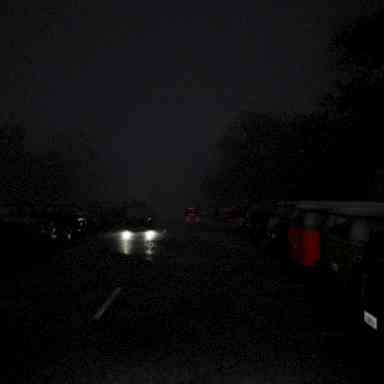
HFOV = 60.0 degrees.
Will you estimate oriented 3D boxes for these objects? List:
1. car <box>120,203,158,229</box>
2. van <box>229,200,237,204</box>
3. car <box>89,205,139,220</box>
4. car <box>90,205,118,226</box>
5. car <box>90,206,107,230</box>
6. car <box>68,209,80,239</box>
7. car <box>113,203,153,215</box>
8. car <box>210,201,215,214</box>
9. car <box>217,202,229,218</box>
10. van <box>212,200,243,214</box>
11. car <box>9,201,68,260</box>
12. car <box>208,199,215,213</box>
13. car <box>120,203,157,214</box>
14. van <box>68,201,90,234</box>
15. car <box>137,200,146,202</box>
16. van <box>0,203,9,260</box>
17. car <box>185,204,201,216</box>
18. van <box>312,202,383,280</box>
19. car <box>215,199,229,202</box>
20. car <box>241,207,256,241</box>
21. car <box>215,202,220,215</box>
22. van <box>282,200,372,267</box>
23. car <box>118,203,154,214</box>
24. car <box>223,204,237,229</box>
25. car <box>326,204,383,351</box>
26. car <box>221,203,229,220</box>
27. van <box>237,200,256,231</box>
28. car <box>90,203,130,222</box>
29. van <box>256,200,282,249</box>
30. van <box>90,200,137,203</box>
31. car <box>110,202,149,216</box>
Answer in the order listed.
[{"bbox_3d":[-3.618,1.833,24.437,1.882,1.535,5.008,0,-1,0],"label":"car"},{"bbox_3d":[5.138,1.551,23.431,4.442,1.987,1.878,0,-1,0],"label":"van"},{"bbox_3d":[-8.062,2.122,34.693,4.674,1.452,2.002,0,-1,0],"label":"car"},{"bbox_3d":[-8.088,1.864,23.593,4.792,1.488,2.163,0,-1,0],"label":"car"},{"bbox_3d":[-8.054,1.813,20.816,4.674,1.452,2.002,0,-1,0],"label":"car"},{"bbox_3d":[-8.024,1.678,15.259,4.792,1.488,2.163,0,-1,0],"label":"car"},{"bbox_3d":[-8.064,2.340,45.792,5.008,1.535,2.097,0,-1,0],"label":"car"},{"bbox_3d":[5.006,2.149,40.044,4.892,1.521,2.231,0,-1,0],"label":"car"},{"bbox_3d":[5.013,1.901,28.965,5.008,1.535,2.097,0,-1,0],"label":"car"},{"bbox_3d":[5.125,2.135,48.475,4.442,1.987,1.878,0,-2,0],"label":"van"},{"bbox_3d":[-8.025,1.351,12.511,5.566,2.045,2.435,0,0,0],"label":"car"},{"bbox_3d":[5.036,2.028,45.584,5.566,2.045,2.435,0,-2,0],"label":"car"},{"bbox_3d":[-8.258,2.500,51.330,5.366,1.575,1.946,0,-2,0],"label":"car"},{"bbox_3d":[-8.173,1.485,18.046,4.442,1.987,1.878,0,-1,0],"label":"van"},{"bbox_3d":[-8.097,1.955,40.251,5.566,2.045,2.435,0,-1,0],"label":"car"},{"bbox_3d":[-8.168,1.360,9.735,4.442,1.987,1.878,0,0,0],"label":"van"},{"bbox_3d":[0.072,2.242,42.695,2.128,1.511,4.902,0,-1,0],"label":"car"},{"bbox_3d":[5.147,1.288,6.954,4.442,1.987,1.878,0,0,0],"label":"van"},{"bbox_3d":[4.984,1.899,34.507,4.553,1.767,2.185,0,-1,0],"label":"car"},{"bbox_3d":[5.031,1.592,15.118,5.008,1.535,2.097,0,-1,0],"label":"car"},{"bbox_3d":[5.012,1.966,31.860,5.008,1.535,2.097,0,-1,0],"label":"car"},{"bbox_3d":[5.145,1.305,9.599,4.442,1.987,1.878,0,0,0],"label":"van"},{"bbox_3d":[-8.066,2.418,48.563,4.892,1.521,2.231,0,-2,0],"label":"car"},{"bbox_3d":[4.838,1.713,20.655,5.366,1.575,1.946,0,-1,0],"label":"car"},{"bbox_3d":[5.003,1.246,4.183,5.566,2.045,2.435,0,0,0],"label":"car"},{"bbox_3d":[5.014,1.840,26.195,4.892,1.521,2.231,0,-1,0],"label":"car"},{"bbox_3d":[4.907,1.429,17.892,4.442,1.987,1.878,0,-1,0],"label":"van"},{"bbox_3d":[-8.056,1.958,29.143,5.008,1.535,2.097,0,-1,0],"label":"car"},{"bbox_3d":[4.910,1.324,12.502,4.442,1.987,1.878,0,-1,0],"label":"van"},{"bbox_3d":[-7.947,1.794,31.924,4.442,1.987,1.878,0,-1,0],"label":"van"},{"bbox_3d":[-8.038,2.145,43.019,4.553,1.767,2.185,0,-1,0],"label":"car"}]
